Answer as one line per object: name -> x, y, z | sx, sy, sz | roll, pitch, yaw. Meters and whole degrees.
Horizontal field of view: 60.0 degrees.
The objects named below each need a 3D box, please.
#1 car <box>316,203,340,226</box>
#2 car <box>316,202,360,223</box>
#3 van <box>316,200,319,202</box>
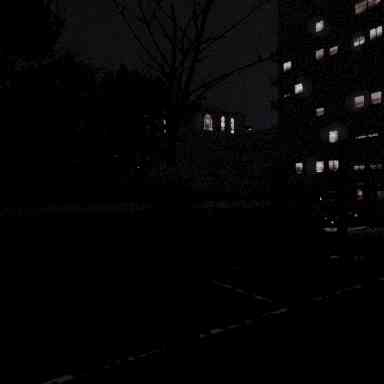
car -> 8.399, 1.801, 25.727 | 2.033, 1.411, 5.357 | 0, -1, -36
car -> 11.431, 1.798, 27.251 | 1.994, 1.385, 4.181 | 0, -1, -38
van -> 10.568, 1.646, 32.574 | 1.690, 1.788, 3.998 | -1, 0, -36
